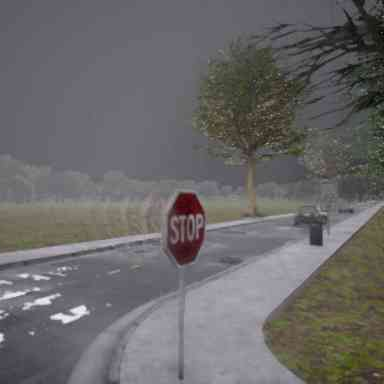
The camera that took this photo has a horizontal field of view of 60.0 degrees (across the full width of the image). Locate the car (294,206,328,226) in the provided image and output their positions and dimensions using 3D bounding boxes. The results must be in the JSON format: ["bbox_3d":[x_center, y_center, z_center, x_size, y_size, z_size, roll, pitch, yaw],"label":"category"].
[{"bbox_3d":[10.364,1.958,28.755,2.097,1.767,4.553,-1,-1,31],"label":"car"}]

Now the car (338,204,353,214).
[{"bbox_3d":[23.440,2.552,50.722,2.128,1.511,4.902,-1,-1,31],"label":"car"}]
